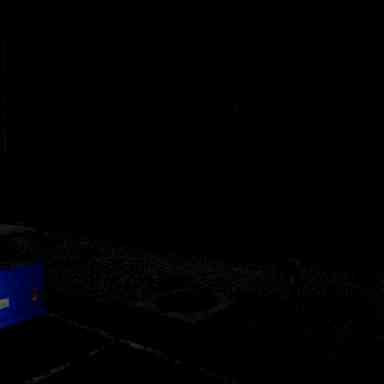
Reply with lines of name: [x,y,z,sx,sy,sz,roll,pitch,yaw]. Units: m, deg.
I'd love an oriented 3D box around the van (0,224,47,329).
van: [-4.281,1.407,5.871,3.998,1.788,1.690,-1,0,36]
